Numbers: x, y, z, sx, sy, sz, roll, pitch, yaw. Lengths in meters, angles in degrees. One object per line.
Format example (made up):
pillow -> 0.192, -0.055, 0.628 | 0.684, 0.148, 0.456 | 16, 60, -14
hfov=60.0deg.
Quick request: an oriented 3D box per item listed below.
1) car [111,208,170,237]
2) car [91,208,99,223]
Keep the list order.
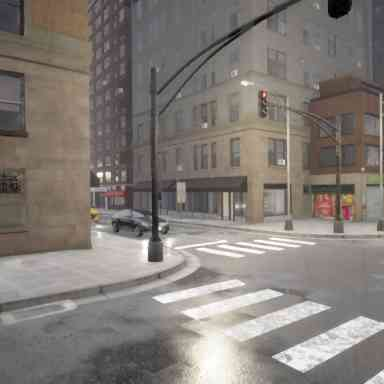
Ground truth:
car -> -3.163, 1.694, 19.520 | 1.812, 1.442, 4.674 | -1, 0, -38
car -> -9.370, 1.738, 27.667 | 1.882, 1.535, 5.008 | -1, 0, -37
